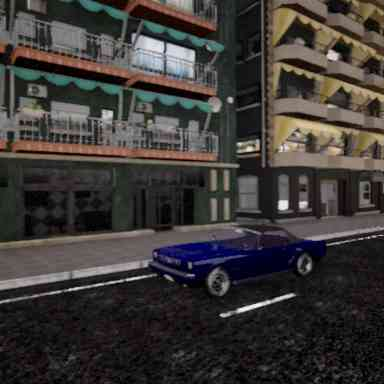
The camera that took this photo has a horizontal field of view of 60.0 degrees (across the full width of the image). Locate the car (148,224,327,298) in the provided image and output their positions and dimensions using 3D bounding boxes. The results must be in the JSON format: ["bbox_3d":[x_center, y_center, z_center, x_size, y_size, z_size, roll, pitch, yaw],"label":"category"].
[{"bbox_3d":[1.303,1.547,8.542,4.718,1.301,1.895,-1,0,-35],"label":"car"}]
